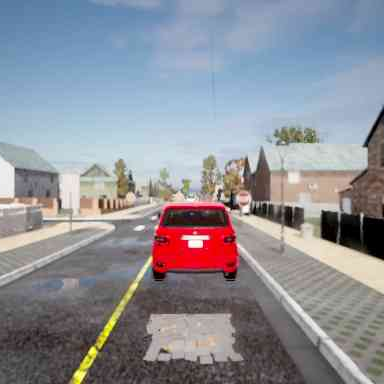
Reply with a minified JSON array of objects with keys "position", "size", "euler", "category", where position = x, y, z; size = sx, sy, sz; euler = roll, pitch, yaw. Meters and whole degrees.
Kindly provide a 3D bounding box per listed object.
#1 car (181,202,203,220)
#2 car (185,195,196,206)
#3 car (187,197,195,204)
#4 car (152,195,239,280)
[{"position":[0.000,1.673,30.304],"size":[1.812,1.442,4.674],"euler":[0,0,0],"category":"car"},{"position":[-0.220,1.735,68.196],"size":[2.150,2.045,5.566],"euler":[0,-1,0],"category":"car"},{"position":[-0.254,1.977,78.589],"size":[1.837,1.490,4.892],"euler":[0,-1,0],"category":"car"},{"position":[0.064,1.262,10.192],"size":[2.150,2.045,5.566],"euler":[0,0,0],"category":"car"}]
